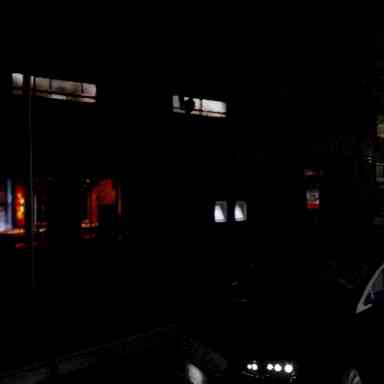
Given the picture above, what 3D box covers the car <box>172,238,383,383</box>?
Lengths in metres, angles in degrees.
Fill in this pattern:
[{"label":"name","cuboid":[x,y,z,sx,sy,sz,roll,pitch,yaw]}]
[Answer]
[{"label":"car","cuboid":[2.047,1.458,4.549,4.902,1.511,2.128,-1,0,-35]}]
